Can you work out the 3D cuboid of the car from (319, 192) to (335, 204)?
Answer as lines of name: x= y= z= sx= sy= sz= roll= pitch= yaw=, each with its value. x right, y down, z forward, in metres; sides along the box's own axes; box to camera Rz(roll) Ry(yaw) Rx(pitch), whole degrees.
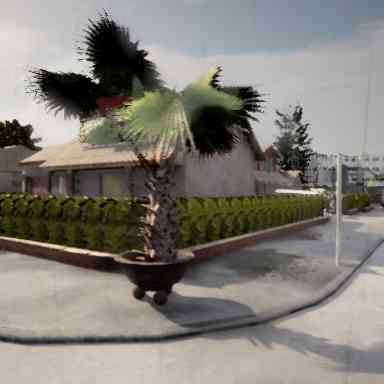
car: x=27.717 y=0.873 z=65.386 sx=3.866 sy=1.878 sz=1.905 roll=0 pitch=0 yaw=-19
